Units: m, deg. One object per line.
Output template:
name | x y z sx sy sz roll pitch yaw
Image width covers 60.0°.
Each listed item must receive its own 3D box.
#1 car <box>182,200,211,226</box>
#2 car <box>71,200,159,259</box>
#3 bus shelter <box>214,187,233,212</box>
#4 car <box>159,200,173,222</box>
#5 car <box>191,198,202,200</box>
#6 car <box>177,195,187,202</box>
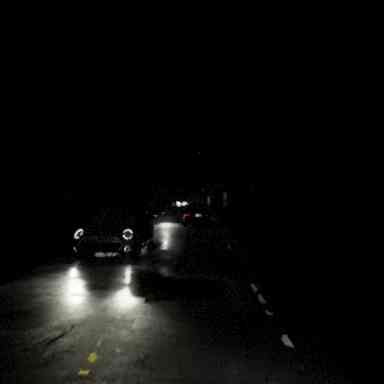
car | 0.362 1.492 22.944 2.033 1.411 5.357 0 0 1
car | -2.709 1.319 12.375 2.097 1.767 4.553 0 0 3
bus shelter | 3.591 0.781 38.516 1.920 2.740 3.880 1 1 1
car | -2.521 1.437 25.934 1.837 1.490 4.892 0 0 1
car | 0.615 1.480 44.641 1.895 1.301 4.718 0 0 1
car | -1.997 1.292 66.122 2.128 1.511 4.902 0 0 1
